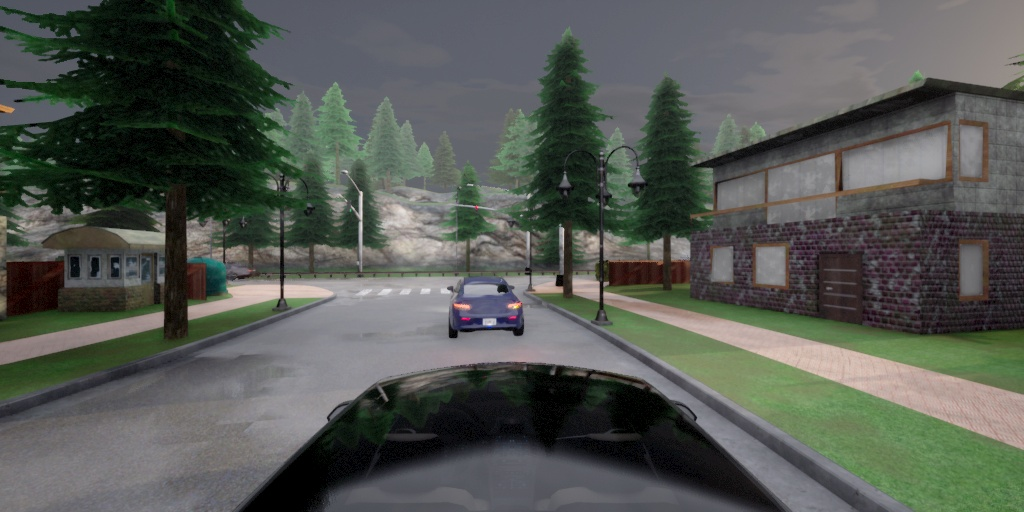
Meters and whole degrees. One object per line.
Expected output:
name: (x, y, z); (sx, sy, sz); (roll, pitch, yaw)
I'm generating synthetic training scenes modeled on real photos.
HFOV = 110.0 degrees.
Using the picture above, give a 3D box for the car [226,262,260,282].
car: (-21.703, 1.138, 26.198); (5.357, 1.411, 2.033); (0, 0, -14)

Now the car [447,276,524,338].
car: (-0.836, 1.275, 10.119); (1.812, 1.442, 4.674); (0, 0, -9)

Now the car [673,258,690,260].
car: (16.093, 0.942, 34.245); (4.553, 1.767, 2.097); (0, 0, -12)
